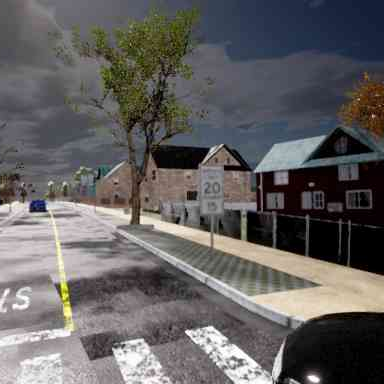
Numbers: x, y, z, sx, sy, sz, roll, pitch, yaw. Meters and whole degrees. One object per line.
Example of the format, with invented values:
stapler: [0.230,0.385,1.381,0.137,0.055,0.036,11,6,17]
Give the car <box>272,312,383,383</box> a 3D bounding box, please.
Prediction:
car: [3.070,1.558,2.232,4.902,1.511,2.128,3,0,21]

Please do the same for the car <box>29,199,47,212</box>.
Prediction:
car: [-19.290,1.679,41.688,1.882,1.535,5.008,0,0,-24]
